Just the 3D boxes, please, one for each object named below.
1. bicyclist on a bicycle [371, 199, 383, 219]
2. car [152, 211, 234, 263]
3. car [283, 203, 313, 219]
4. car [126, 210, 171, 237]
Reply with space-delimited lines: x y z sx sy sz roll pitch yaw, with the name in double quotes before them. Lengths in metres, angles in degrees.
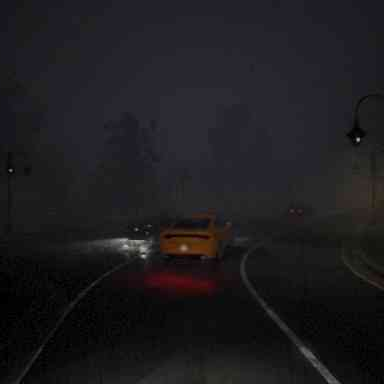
"bicyclist on a bicycle" 15.099 1.386 26.319 1.656 1.620 0.582 -1 -1 29
"car" 0.362 1.576 12.537 1.882 1.535 5.008 -1 -1 14
"car" 9.847 1.710 30.820 2.033 1.411 5.357 -1 -1 29
"car" -1.664 1.727 18.518 1.994 1.385 4.181 -1 0 36
